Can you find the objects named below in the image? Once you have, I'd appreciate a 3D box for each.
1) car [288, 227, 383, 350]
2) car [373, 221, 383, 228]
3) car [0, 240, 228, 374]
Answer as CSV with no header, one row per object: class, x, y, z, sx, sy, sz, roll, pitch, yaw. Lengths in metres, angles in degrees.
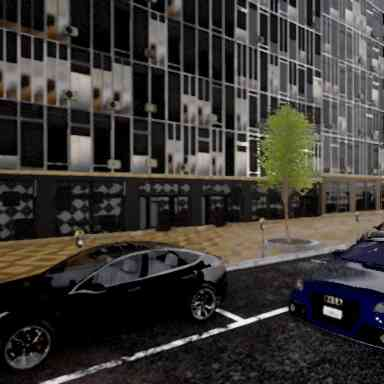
car,3.663,1.568,5.994,4.181,1.385,1.994,0,0,-36
car,7.950,1.573,12.239,4.313,1.339,1.947,0,0,-36
car,-1.316,1.568,5.625,4.313,1.339,1.947,0,0,-36
